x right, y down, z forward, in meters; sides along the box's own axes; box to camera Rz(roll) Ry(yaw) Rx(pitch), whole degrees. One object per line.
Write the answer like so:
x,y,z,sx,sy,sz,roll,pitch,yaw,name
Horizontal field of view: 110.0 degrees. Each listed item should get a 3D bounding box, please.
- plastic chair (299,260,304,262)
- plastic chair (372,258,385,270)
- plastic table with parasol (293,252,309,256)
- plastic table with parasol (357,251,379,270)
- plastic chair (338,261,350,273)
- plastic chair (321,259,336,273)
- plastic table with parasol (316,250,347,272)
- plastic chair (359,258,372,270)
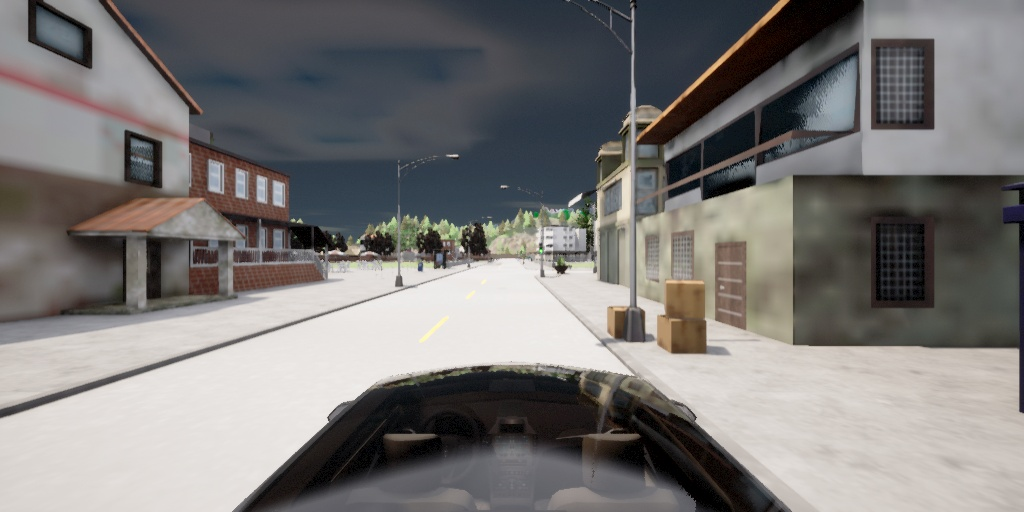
-25.700,1.227,43.404,0.730,1.272,0.750,0,0,0,plastic chair
-17.899,1.229,48.102,0.730,1.272,0.750,0,0,0,plastic chair
-26.900,0.623,43.454,2.482,2.480,2.482,0,0,0,plastic table with parasol
-19.169,0.625,48.243,2.482,2.480,2.482,0,0,0,plastic table with parasol
-18.700,1.228,40.302,0.730,1.272,0.750,0,0,0,plastic chair
-20.001,1.227,39.103,0.750,1.272,0.730,0,0,0,plastic chair
-19.920,0.624,40.423,2.482,2.480,2.482,0,0,0,plastic table with parasol
-19.199,1.229,46.903,0.750,1.272,0.730,0,0,0,plastic chair
